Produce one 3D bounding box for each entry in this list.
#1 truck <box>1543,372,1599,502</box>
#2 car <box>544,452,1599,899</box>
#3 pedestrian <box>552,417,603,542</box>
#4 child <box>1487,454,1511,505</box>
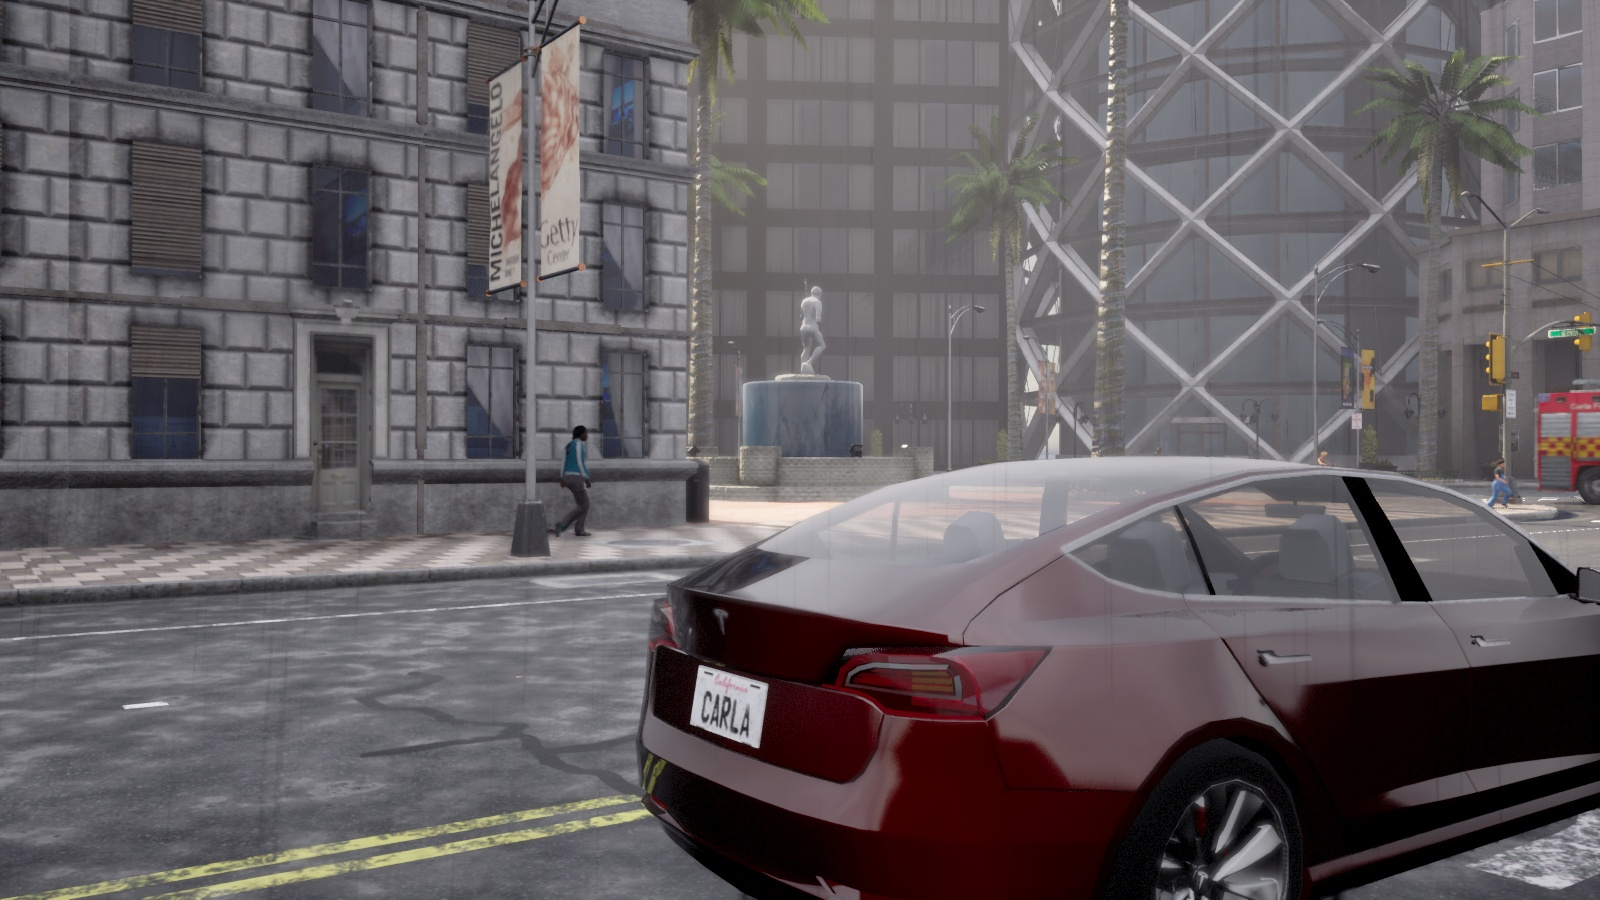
[{"bbox_3d":[26.197,-0.388,35.518,2.891,3.827,8.468,0,0,-34],"label":"truck"},{"bbox_3d":[1.700,0.753,4.825,4.792,1.488,2.163,0,0,-35],"label":"car"},{"bbox_3d":[-3.496,0.457,19.772,0.692,1.930,0.396,0,0,-30],"label":"pedestrian"},{"bbox_3d":[17.160,0.721,30.842,0.270,1.263,0.437,0,0,-35],"label":"child"}]
